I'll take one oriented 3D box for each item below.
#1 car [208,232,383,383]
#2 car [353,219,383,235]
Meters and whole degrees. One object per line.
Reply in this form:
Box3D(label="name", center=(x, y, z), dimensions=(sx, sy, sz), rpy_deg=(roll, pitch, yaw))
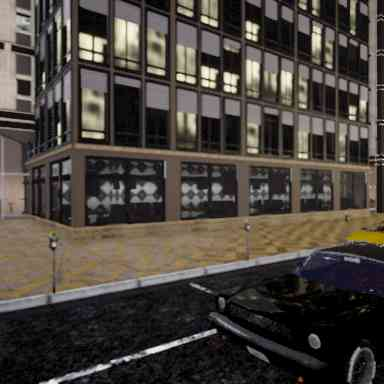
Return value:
Box3D(label="car", center=(2.570, 1.593, 5.196), dimensions=(4.718, 1.301, 1.895), rpy_deg=(0, 0, -35))
Box3D(label="car", center=(7.152, 1.506, 11.658), dimensions=(4.829, 1.417, 1.752), rpy_deg=(0, 0, -35))
